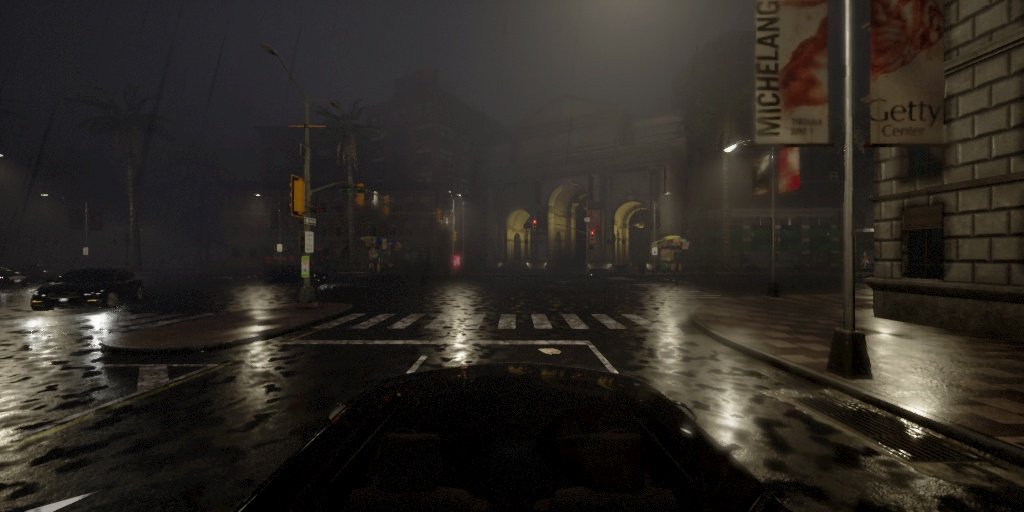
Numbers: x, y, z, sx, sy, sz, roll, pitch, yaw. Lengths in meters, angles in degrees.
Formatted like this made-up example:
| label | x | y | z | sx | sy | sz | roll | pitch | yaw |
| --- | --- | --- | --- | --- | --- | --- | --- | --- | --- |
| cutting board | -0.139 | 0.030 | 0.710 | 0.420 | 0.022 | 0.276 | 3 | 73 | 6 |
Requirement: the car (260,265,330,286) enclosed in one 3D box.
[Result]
| label | x | y | z | sx | sy | sz | roll | pitch | yaw |
| --- | --- | --- | --- | --- | --- | --- | --- | --- | --- |
| car | -15.057 | 1.314 | 24.967 | 4.181 | 1.385 | 1.994 | 0 | 0 | 1 |

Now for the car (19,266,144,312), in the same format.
| label | x | y | z | sx | sy | sz | roll | pitch | yaw |
| --- | --- | --- | --- | --- | --- | --- | --- | --- | --- |
| car | -16.701 | 1.254 | 14.429 | 1.837 | 1.490 | 4.892 | 2 | -1 | -31 |

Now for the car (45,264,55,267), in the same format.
| label | x | y | z | sx | sy | sz | roll | pitch | yaw |
| --- | --- | --- | --- | --- | --- | --- | --- | --- | --- |
| car | -33.281 | 1.297 | 25.150 | 5.357 | 1.411 | 2.033 | 0 | 0 | 1 |

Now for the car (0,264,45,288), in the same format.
| label | x | y | z | sx | sy | sz | roll | pitch | yaw |
| --- | --- | --- | --- | --- | --- | --- | --- | --- | --- |
| car | -32.131 | 1.241 | 21.627 | 4.902 | 1.511 | 2.128 | 0 | 0 | 1 |
